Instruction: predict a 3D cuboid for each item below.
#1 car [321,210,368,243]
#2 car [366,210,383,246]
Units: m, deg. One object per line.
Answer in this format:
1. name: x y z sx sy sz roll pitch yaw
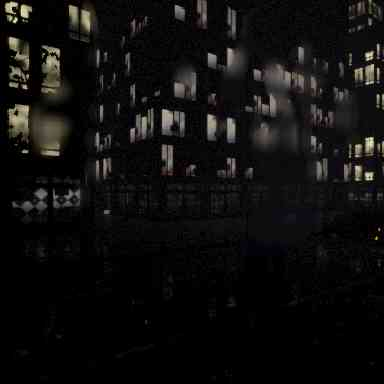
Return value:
1. car: 8.140 1.563 16.226 4.313 1.339 1.947 0 0 -36
2. car: 9.484 1.561 14.007 4.181 1.385 1.994 0 0 -36
